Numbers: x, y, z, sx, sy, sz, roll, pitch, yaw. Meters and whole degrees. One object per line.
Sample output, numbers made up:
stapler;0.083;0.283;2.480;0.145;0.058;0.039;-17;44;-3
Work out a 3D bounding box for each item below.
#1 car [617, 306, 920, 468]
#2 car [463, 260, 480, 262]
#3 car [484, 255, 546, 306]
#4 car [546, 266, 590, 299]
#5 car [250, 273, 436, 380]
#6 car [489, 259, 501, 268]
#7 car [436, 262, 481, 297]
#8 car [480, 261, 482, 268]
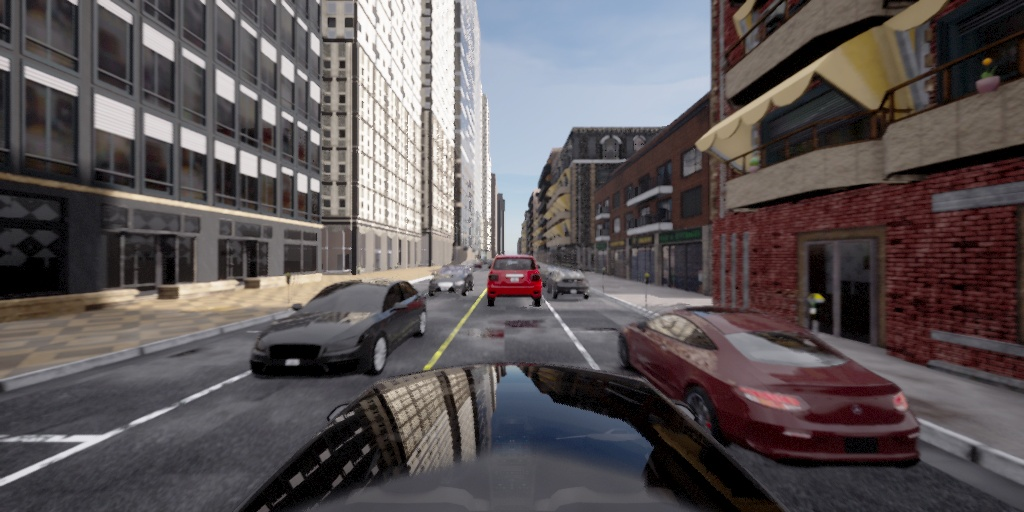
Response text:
car;2.739;1.333;4.885;1.802;1.307;4.207;0;0;0
car;-5.701;1.313;46.042;2.007;1.370;4.403;0;0;0
car;0.094;0.972;15.899;2.150;2.045;5.566;0;0;0
car;2.685;1.303;17.802;2.007;1.370;4.403;0;0;0
car;-3.097;1.256;7.504;1.837;1.490;4.892;0;0;0
car;-3.045;1.338;64.292;1.994;1.385;4.181;0;0;1
car;-3.088;1.245;19.040;2.128;1.511;4.902;0;0;0
car;-5.705;1.315;57.340;1.888;1.381;4.507;0;0;0
